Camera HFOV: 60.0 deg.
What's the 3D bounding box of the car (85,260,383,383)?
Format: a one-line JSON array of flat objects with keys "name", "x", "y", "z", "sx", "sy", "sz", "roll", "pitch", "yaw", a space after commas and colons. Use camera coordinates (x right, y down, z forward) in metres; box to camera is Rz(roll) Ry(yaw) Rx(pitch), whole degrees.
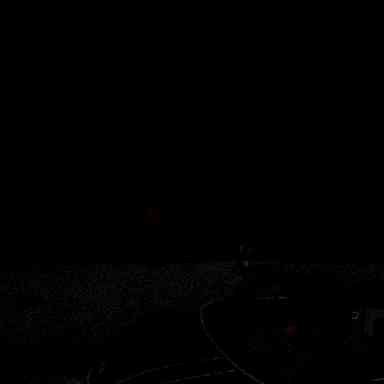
[{"name": "car", "x": 1.111, "y": 1.392, "z": 2.854, "sx": 4.097, "sy": 1.590, "sz": 1.967, "roll": 1, "pitch": 1, "yaw": -12}]
